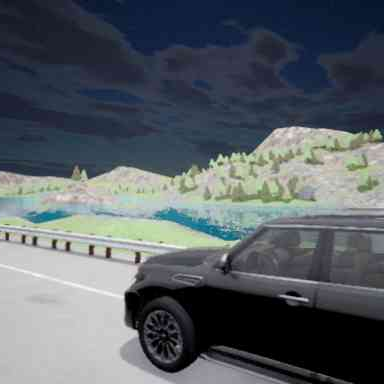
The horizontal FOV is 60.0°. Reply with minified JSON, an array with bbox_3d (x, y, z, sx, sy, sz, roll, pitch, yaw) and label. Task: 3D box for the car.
[{"bbox_3d":[1.659,1.224,3.975,5.566,2.045,2.150,0,0,35],"label":"car"}]
